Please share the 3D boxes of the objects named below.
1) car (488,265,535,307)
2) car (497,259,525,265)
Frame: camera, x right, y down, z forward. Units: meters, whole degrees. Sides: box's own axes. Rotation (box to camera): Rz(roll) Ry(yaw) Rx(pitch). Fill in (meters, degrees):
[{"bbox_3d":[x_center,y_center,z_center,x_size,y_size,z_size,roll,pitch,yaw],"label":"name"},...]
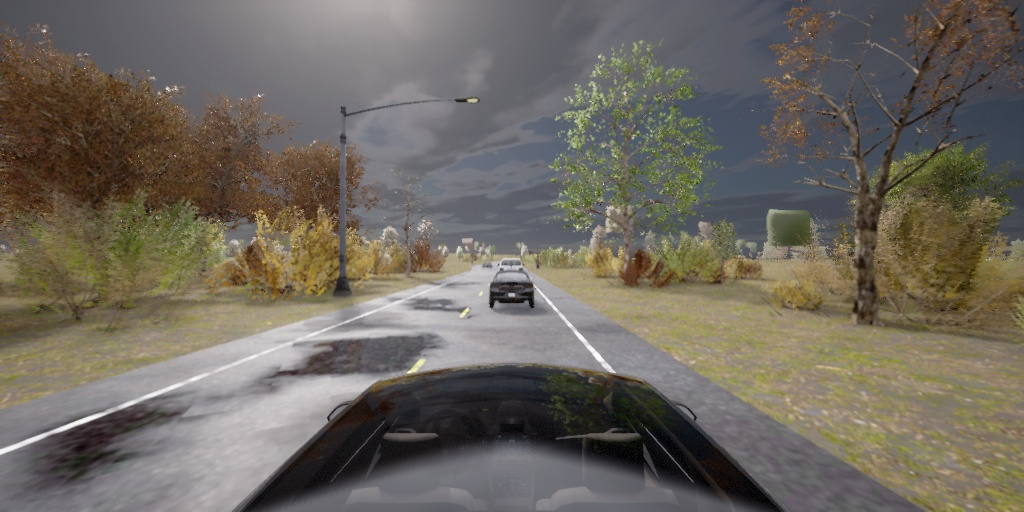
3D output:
[{"bbox_3d":[-0.011,1.364,16.347,1.882,1.535,5.008,0,0,0],"label":"car"},{"bbox_3d":[-0.074,1.238,30.860,2.150,2.045,5.566,0,0,0],"label":"car"}]
